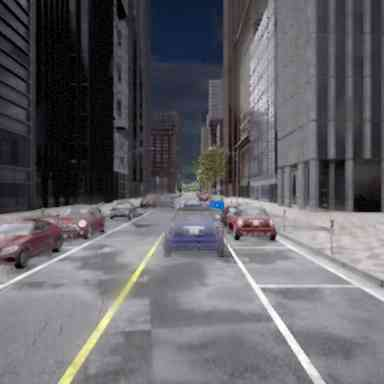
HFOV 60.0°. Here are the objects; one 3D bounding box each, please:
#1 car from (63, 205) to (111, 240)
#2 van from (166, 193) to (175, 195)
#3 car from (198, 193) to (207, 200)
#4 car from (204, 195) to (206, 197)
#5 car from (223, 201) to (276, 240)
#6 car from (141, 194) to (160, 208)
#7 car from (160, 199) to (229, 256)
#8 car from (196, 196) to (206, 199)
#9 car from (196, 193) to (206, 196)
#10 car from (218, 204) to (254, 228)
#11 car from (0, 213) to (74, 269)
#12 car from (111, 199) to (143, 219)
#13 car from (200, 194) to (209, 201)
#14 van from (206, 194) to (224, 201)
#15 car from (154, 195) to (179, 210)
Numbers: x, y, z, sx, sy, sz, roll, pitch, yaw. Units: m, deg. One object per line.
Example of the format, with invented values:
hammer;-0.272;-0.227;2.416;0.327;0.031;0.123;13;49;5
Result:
car;-5.675;1.422;16.727;1.967;1.590;4.097;0;0;0
van;-5.702;1.176;78.757;1.690;1.788;3.998;0;0;0
car;2.816;1.134;90.025;2.192;1.841;5.009;0;0;0
car;2.839;1.457;45.078;1.752;1.417;4.829;0;0;0
car;2.851;1.423;16.706;1.967;1.590;4.097;0;0;0
car;-5.687;1.247;44.924;2.192;1.841;5.009;0;0;0
car;0.080;1.337;13.178;2.097;1.767;4.553;0;0;0
car;0.079;1.440;31.257;1.882;1.535;5.008;0;0;0
car;2.357;1.219;66.018;2.097;1.767;4.553;0;0;0
car;2.848;1.558;22.347;1.802;1.307;4.206;0;0;0
car;-5.673;1.570;11.088;1.802;1.307;4.206;0;0;0
car;-5.680;1.519;28.005;2.008;1.369;4.403;0;0;0
car;2.822;1.276;78.746;1.967;1.590;4.097;0;0;0
van;2.841;1.288;39.266;1.690;1.788;3.998;0;0;0
car;-3.115;1.487;41.635;2.033;1.411;5.357;0;0;0
